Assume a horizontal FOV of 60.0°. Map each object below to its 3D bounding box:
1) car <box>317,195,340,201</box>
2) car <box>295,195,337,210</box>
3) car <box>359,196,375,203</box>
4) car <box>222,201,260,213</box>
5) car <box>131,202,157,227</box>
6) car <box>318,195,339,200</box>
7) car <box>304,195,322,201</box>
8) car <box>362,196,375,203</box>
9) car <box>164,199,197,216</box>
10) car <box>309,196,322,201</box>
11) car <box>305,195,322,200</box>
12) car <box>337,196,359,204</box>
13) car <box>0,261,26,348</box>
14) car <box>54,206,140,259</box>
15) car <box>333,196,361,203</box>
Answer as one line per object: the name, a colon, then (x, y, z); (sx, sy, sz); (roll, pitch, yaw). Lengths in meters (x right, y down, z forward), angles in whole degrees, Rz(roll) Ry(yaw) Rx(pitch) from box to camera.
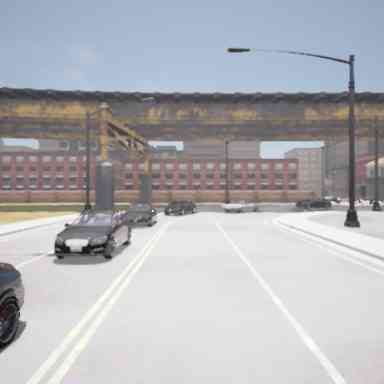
car: (33.860, 1.480, 82.643); (2.038, 1.542, 4.974); (0, 0, -34)
car: (15.830, 1.507, 43.298); (4.902, 1.511, 2.128); (0, 0, -19)
car: (32.414, 1.472, 60.877); (2.038, 1.542, 4.974); (0, 0, 31)
car: (5.476, 1.614, 36.643); (1.895, 1.301, 4.718); (0, 0, 44)
car: (-3.475, 1.513, 22.862); (1.837, 1.490, 4.892); (0, 0, 0)
car: (33.889, 1.323, 82.600); (1.853, 1.218, 4.536); (0, 0, -34)
car: (29.852, 1.480, 81.904); (4.974, 1.542, 2.038); (0, 0, -39)
car: (32.441, 1.315, 60.922); (1.853, 1.218, 4.536); (0, 0, 31)
car: (-1.093, 1.517, 33.029); (1.837, 1.490, 4.892); (0, 0, 23)
car: (32.842, 1.724, 88.470); (1.970, 1.475, 3.806); (0, 0, 1)
car: (29.812, 1.323, 81.871); (4.536, 1.218, 1.853); (0, 0, -39)
car: (29.378, 1.473, 63.046); (2.038, 1.542, 4.974); (0, 0, -29)
car: (-3.576, 1.527, 3.569); (1.812, 1.442, 4.674); (0, 0, 0)
car: (-3.562, 1.496, 12.709); (2.128, 1.511, 4.902); (0, 0, 0)
car: (29.353, 1.316, 63.091); (1.853, 1.218, 4.536); (0, 0, -29)
